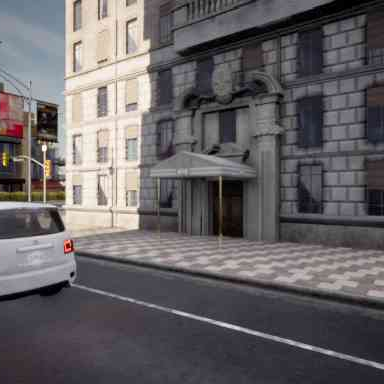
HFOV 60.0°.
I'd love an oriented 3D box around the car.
[{"bbox_3d":[-4.924,1.221,7.395,5.566,2.045,2.150,0,0,35],"label":"car"}]
